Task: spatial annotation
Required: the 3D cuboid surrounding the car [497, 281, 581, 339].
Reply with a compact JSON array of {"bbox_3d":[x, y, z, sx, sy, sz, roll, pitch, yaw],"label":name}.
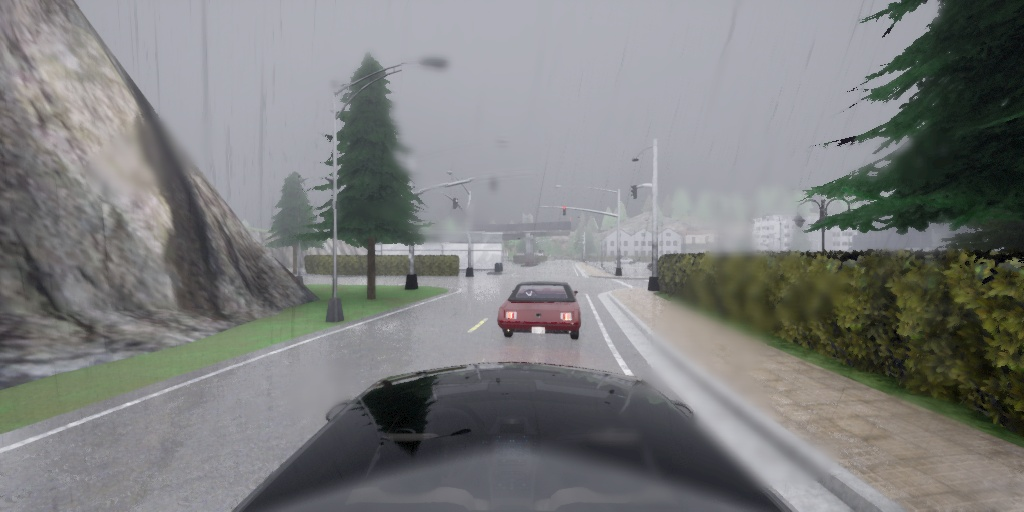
[{"bbox_3d":[0.912,1.351,10.109,1.895,1.301,4.718,0,0,8],"label":"car"}]
